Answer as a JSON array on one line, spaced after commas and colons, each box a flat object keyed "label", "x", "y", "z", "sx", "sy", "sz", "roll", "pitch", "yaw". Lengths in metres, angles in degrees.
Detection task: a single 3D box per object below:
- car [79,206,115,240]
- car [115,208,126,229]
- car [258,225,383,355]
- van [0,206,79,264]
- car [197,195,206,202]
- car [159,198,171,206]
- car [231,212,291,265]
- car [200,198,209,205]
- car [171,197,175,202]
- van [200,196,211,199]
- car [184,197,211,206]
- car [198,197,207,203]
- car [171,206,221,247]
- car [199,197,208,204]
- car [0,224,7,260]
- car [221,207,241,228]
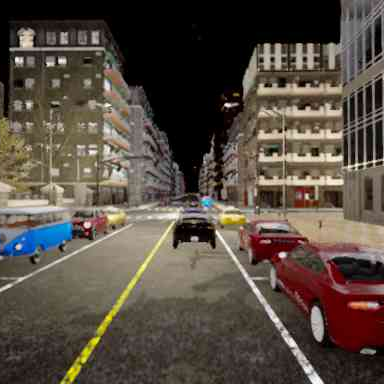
[{"label": "car", "x": -5.685, "y": 1.571, "z": 17.484, "sx": 1.967, "sy": 1.590, "sz": 4.097, "roll": 1, "pitch": 0, "yaw": 0}, {"label": "car", "x": -5.688, "y": 1.695, "z": 22.928, "sx": 1.752, "sy": 1.417, "sz": 4.829, "roll": 1, "pitch": 0, "yaw": 0}, {"label": "car", "x": 2.698, "y": 1.592, "z": 6.233, "sx": 1.887, "sy": 1.381, "sz": 4.507, "roll": 1, "pitch": 0, "yaw": 0}, {"label": "van", "x": -5.682, "y": 1.431, "z": 11.871, "sx": 1.690, "sy": 1.788, "sz": 3.998, "roll": 1, "pitch": 0, "yaw": 0}, {"label": "car", "x": 2.670, "y": 1.933, "z": 95.102, "sx": 2.192, "sy": 1.841, "sz": 5.009, "roll": 1, "pitch": 0, "yaw": 0}, {"label": "car", "x": -5.704, "y": 2.038, "z": 66.800, "sx": 1.802, "sy": 1.307, "sz": 4.206, "roll": 1, "pitch": 0, "yaw": 0}, {"label": "car", "x": 2.696, "y": 1.634, "z": 11.850, "sx": 1.887, "sy": 1.381, "sz": 4.507, "roll": 1, "pitch": 0, "yaw": 0}, {"label": "car", "x": 2.675, "y": 2.056, "z": 72.417, "sx": 1.947, "sy": 1.339, "sz": 4.313, "roll": 1, "pitch": 0, "yaw": 0}, {"label": "car", "x": -5.713, "y": 2.201, "z": 95.155, "sx": 1.802, "sy": 1.307, "sz": 4.206, "roll": 1, "pitch": 0, "yaw": 0}, {"label": "van", "x": 2.682, "y": 1.762, "z": 61.076, "sx": 1.690, "sy": 1.788, "sz": 3.998, "roll": 1, "pitch": 0, "yaw": 0}, {"label": "car", "x": 0.112, "y": 1.541, "z": 25.730, "sx": 2.097, "sy": 1.767, "sz": 4.553, "roll": 0, "pitch": 0, "yaw": 1}, {"label": "car", "x": 2.671, "y": 2.106, "z": 83.759, "sx": 2.008, "sy": 1.369, "sz": 4.403, "roll": 1, "pitch": 0, "yaw": 0}, {"label": "car", "x": 0.098, "y": 1.619, "z": 15.469, "sx": 1.837, "sy": 1.490, "sz": 4.892, "roll": 0, "pitch": -1, "yaw": 0}, {"label": "car", "x": 2.675, "y": 1.963, "z": 78.089, "sx": 1.967, "sy": 1.590, "sz": 4.097, "roll": 1, "pitch": 0, "yaw": 0}, {"label": "car", "x": -5.682, "y": 1.572, "z": 6.087, "sx": 1.752, "sy": 1.417, "sz": 4.829, "roll": 1, "pitch": 0, "yaw": 0}, {"label": "car", "x": 2.692, "y": 1.697, "z": 23.253, "sx": 1.752, "sy": 1.417, "sz": 4.829, "roll": 1, "pitch": 0, "yaw": 0}]
